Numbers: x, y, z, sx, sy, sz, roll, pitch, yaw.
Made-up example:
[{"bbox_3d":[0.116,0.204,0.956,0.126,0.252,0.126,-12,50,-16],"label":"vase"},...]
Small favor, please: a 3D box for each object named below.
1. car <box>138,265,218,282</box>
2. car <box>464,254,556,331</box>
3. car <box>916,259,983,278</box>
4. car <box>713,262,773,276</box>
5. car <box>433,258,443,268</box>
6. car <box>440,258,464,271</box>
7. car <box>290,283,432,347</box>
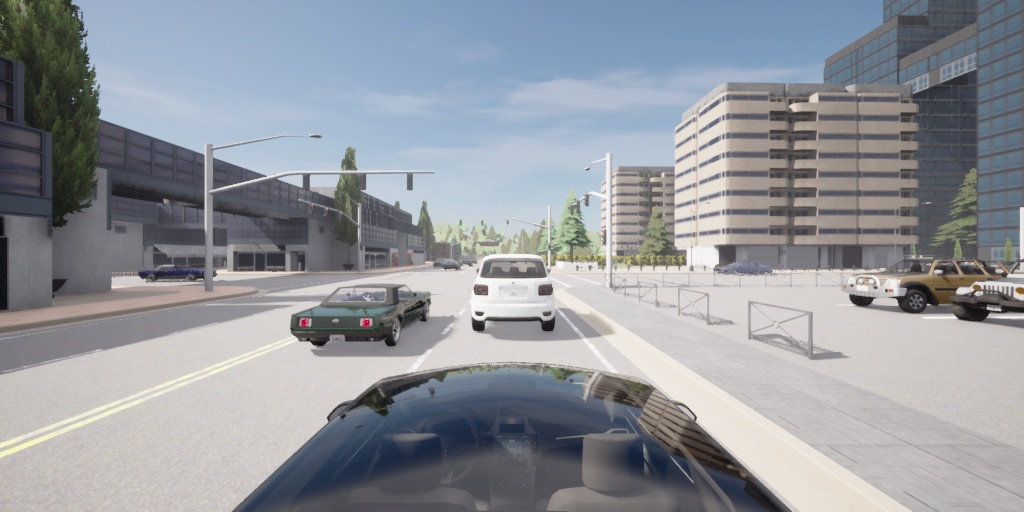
[{"bbox_3d":[-25.886,1.349,27.957,4.718,1.301,1.895,0,0,-1],"label":"car"},{"bbox_3d":[0.038,0.971,11.081,2.150,2.045,5.566,0,0,0],"label":"car"},{"bbox_3d":[46.046,1.313,37.763,4.181,1.385,1.994,0,0,-1],"label":"car"},{"bbox_3d":[23.908,1.296,37.225,5.357,1.411,2.033,0,0,-2],"label":"car"},{"bbox_3d":[-11.919,1.098,60.070,2.097,1.767,4.553,0,0,-1],"label":"car"},{"bbox_3d":[-8.240,1.348,49.477,1.895,1.301,4.718,0,0,-2],"label":"car"},{"bbox_3d":[-3.465,1.350,9.344,1.895,1.301,4.718,0,0,0],"label":"car"}]
